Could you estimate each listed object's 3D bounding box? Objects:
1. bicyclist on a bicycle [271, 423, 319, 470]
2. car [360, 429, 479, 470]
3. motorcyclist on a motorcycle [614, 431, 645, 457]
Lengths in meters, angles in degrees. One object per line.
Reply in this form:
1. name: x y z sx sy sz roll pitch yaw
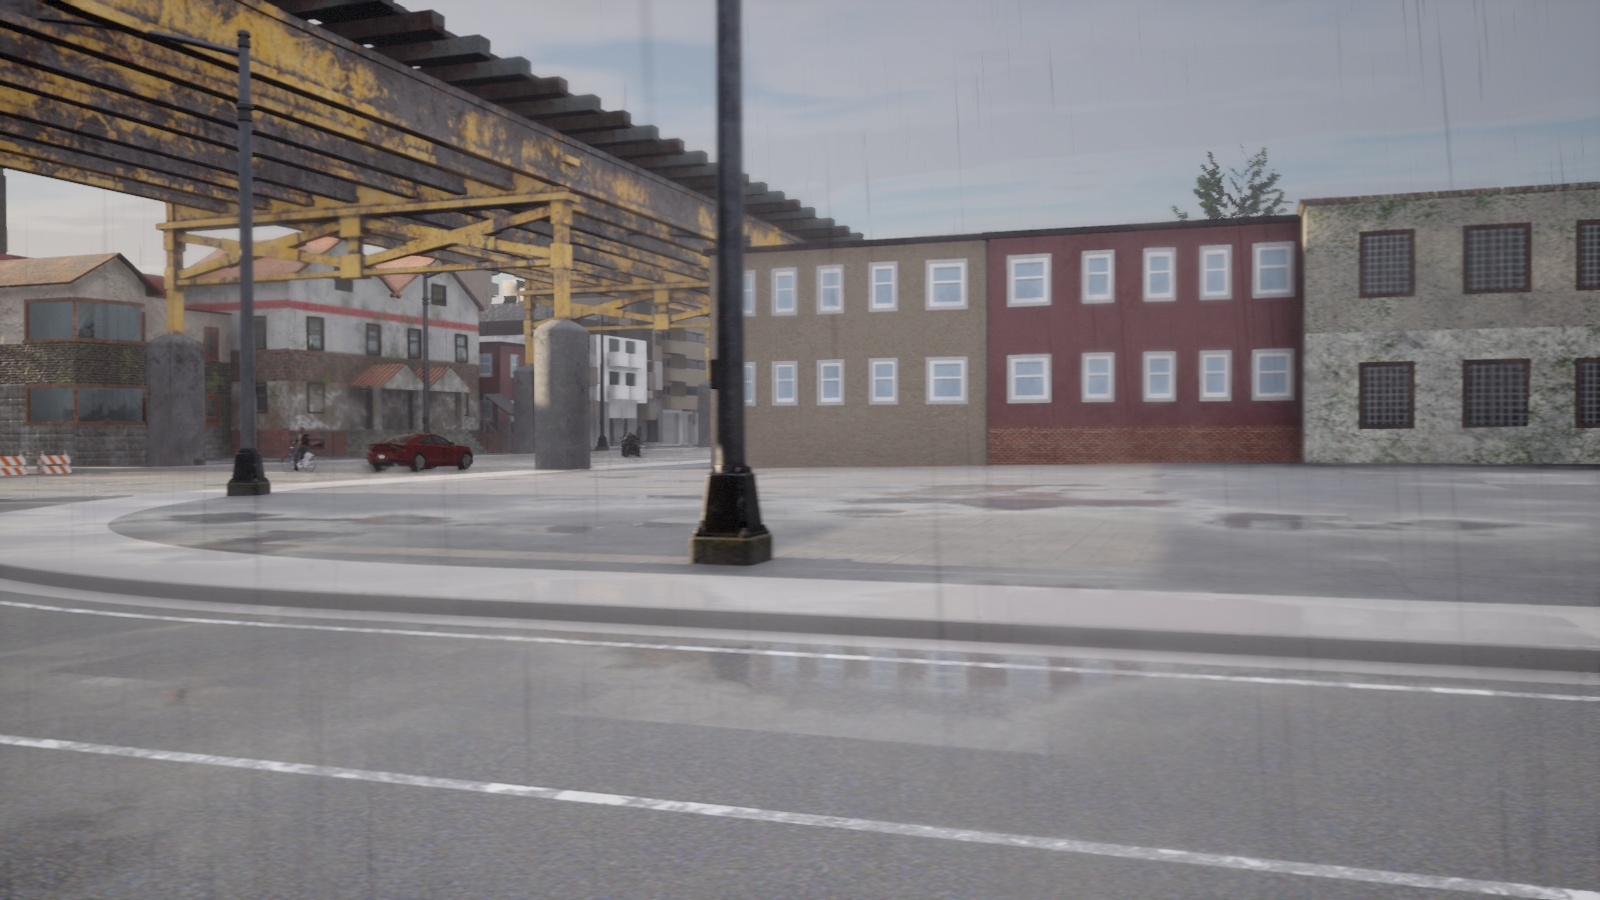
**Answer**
1. bicyclist on a bicycle: -19.321 -0.145 48.073 0.659 1.776 1.843 1 1 20
2. car: -14.984 -0.049 49.793 1.882 1.535 5.008 1 1 20
3. motorcyclist on a motorcycle: -10.033 -0.358 73.872 0.866 1.530 2.191 1 1 20
